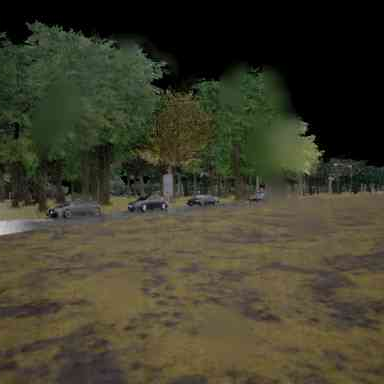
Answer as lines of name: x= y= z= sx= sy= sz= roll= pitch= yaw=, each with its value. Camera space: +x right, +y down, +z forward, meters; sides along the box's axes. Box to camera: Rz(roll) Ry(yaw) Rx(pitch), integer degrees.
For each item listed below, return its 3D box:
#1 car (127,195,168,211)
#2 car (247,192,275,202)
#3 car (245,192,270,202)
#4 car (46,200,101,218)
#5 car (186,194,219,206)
car: x=-4.466 y=1.133 z=33.824 sx=1.837 sy=1.490 sz=4.892 roll=-3 pitch=-1 yaw=35
car: x=10.229 y=0.738 z=48.209 sx=2.033 sy=1.411 sz=5.357 roll=-3 pitch=-1 yaw=35
car: x=10.997 y=0.778 z=55.530 sx=2.033 sy=1.411 sz=5.357 roll=-3 pitch=-1 yaw=35
car: x=-9.453 y=1.330 z=26.739 sx=1.994 sy=1.385 sz=4.181 roll=-3 pitch=-1 yaw=36
car: x=1.479 y=1.019 z=42.220 sx=2.033 sy=1.411 sz=5.357 roll=-3 pitch=-1 yaw=35
